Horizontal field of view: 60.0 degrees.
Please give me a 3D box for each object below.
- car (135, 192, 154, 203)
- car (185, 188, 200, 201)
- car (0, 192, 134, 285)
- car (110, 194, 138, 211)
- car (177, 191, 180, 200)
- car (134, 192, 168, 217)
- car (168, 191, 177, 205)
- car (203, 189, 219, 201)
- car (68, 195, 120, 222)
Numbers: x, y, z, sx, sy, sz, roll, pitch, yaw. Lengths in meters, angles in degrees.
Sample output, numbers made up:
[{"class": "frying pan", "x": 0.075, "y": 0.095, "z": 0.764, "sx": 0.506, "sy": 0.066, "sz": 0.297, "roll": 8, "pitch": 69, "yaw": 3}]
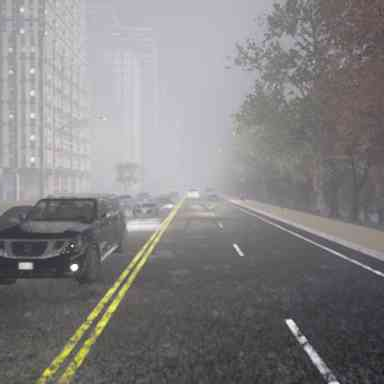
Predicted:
[{"class": "car", "x": -6.498, "y": 0.720, "z": 45.761, "sx": 1.837, "sy": 1.490, "sz": 4.892, "roll": 0, "pitch": 0, "yaw": 0}, {"class": "car", "x": 0.084, "y": 0.345, "z": 54.104, "sx": 2.150, "sy": 2.045, "sz": 5.566, "roll": 0, "pitch": 1, "yaw": 0}, {"class": "car", "x": -3.335, "y": 1.072, "z": 9.465, "sx": 2.150, "sy": 2.045, "sz": 5.566, "roll": 0, "pitch": 1, "yaw": 0}, {"class": "car", "x": -6.550, "y": 0.946, "z": 32.647, "sx": 1.812, "sy": 1.442, "sz": 4.674, "roll": 0, "pitch": 1, "yaw": 0}, {"class": "car", "x": -3.165, "y": 0.518, "z": 58.306, "sx": 1.882, "sy": 1.535, "sz": 5.008, "roll": 0, "pitch": 1, "yaw": 0}, {"class": "car", "x": -3.307, "y": 1.045, "z": 25.559, "sx": 2.128, "sy": 1.511, "sz": 4.902, "roll": 0, "pitch": 1, "yaw": 0}, {"class": "car", "x": -3.270, "y": 0.867, "z": 41.399, "sx": 1.994, "sy": 1.385, "sz": 4.181, "roll": 0, "pitch": 1, "yaw": 0}, {"class": "car", "x": 3.331, "y": 0.636, "z": 54.073, "sx": 2.128, "sy": 1.511, "sz": 4.902, "roll": 0, "pitch": 1, "yaw": 0}, {"class": "car", "x": -6.568, "y": 1.065, "z": 22.931, "sx": 2.128, "sy": 1.511, "sz": 4.902, "roll": 0, "pitch": 1, "yaw": 0}]
